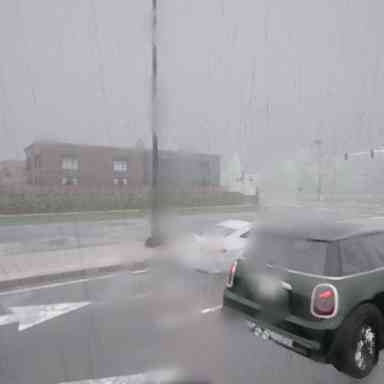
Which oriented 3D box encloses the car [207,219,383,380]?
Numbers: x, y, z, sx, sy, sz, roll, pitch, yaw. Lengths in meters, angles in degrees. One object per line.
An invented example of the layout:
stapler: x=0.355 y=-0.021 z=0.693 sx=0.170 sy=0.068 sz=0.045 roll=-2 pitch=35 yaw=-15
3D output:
car: x=2.733 y=1.312 z=5.694 sx=4.553 sy=1.767 sz=2.097 roll=0 pitch=0 yaw=-36

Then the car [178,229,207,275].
car: x=1.794 y=1.476 z=9.325 sx=4.674 sy=1.442 sz=1.812 roll=-1 pitch=0 yaw=-35
